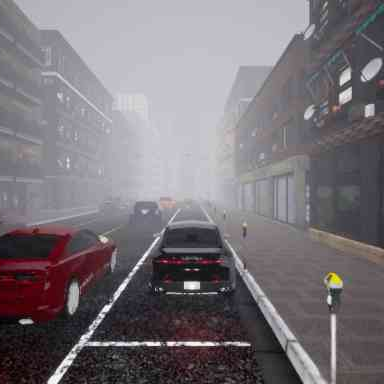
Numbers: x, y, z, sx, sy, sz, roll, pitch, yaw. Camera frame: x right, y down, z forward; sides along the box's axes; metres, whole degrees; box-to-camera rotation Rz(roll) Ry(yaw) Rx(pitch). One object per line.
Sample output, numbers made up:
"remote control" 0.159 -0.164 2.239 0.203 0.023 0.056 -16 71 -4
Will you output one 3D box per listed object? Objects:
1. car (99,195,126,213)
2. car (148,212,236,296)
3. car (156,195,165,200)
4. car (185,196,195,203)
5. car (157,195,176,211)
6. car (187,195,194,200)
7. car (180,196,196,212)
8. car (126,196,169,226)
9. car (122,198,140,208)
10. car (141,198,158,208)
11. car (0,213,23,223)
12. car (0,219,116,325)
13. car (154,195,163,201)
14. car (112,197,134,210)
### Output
"car" -8.833 1.314 37.157 2.192 1.841 5.009 0 0 0
"car" 0.001 1.504 8.649 1.837 1.490 4.892 0 0 0
"car" -8.834 1.539 93.519 2.008 1.369 4.403 0 0 0
"car" -0.453 1.545 70.970 2.008 1.369 4.403 0 0 0
"car" -3.145 1.351 41.198 2.097 1.767 4.553 0 0 0
"car" -0.452 1.513 93.685 1.752 1.417 4.829 0 0 0
"car" -0.454 1.525 37.323 1.752 1.417 4.829 0 0 0
"car" -3.045 1.353 23.574 2.097 1.767 4.553 0 0 0
"car" -8.834 1.543 48.430 1.887 1.381 4.507 0 0 0
"car" -6.147 1.598 48.373 1.895 1.301 4.718 0 0 0
"car" -8.835 1.583 14.612 1.802 1.307 4.206 0 0 0
"car" -3.044 1.478 7.321 1.882 1.535 5.008 0 0 0
"car" -8.834 1.541 87.882 2.008 1.369 4.403 0 0 0
"car" -8.834 1.439 42.793 1.967 1.590 4.097 0 0 0
